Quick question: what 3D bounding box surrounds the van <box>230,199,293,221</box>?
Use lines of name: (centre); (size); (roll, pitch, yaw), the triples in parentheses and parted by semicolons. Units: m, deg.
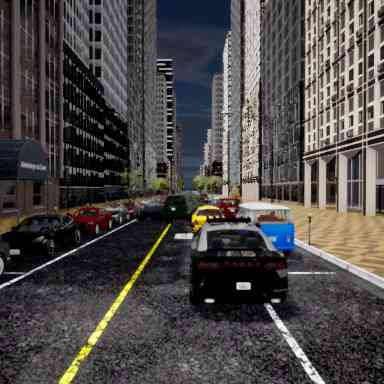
van: (2.669, 1.338, 12.887); (1.690, 1.788, 3.998); (-1, 0, 0)

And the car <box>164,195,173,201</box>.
car: (-5.765, 1.504, 80.914); (1.752, 1.417, 4.829); (-1, 0, 0)

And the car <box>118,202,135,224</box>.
car: (-5.720, 1.545, 24.247); (2.008, 1.369, 4.403); (-1, 0, 0)

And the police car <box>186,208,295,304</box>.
police car: (0.891, 1.423, 8.341); (1.930, 1.638, 5.238); (0, 0, 0)

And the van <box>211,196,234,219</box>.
van: (2.655, 1.334, 29.938); (1.690, 1.788, 3.998); (-1, 0, 0)

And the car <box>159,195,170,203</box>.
car: (-5.757, 1.422, 69.716); (1.967, 1.590, 4.097); (-1, 0, 0)

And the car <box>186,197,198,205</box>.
car: (-0.050, 1.549, 59.242); (1.994, 1.385, 4.181); (0, 0, 0)

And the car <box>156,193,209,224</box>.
car: (-0.164, 1.215, 24.615); (2.150, 2.045, 5.566); (-1, 0, 24)

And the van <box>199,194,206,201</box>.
van: (2.608, 1.318, 86.774); (1.690, 1.788, 3.998); (-1, 0, 0)

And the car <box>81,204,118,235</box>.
car: (-5.714, 1.540, 18.563); (1.887, 1.381, 4.507); (-1, 0, 0)

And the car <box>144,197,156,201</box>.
car: (-5.733, 1.541, 41.298); (2.008, 1.369, 4.403); (-1, 0, 0)

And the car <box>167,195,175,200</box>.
car: (-5.775, 1.540, 92.451); (1.947, 1.339, 4.313); (-1, 0, 0)

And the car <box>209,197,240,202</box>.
car: (2.659, 1.309, 24.254); (2.192, 1.841, 5.009); (-1, 0, 0)

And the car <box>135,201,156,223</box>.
car: (-3.020, 1.595, 25.685); (1.895, 1.301, 4.718); (0, 0, 0)

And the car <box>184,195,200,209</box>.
car: (-0.018, 1.341, 46.142); (2.097, 1.767, 4.553); (0, 0, 0)

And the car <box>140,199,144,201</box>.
car: (-5.724, 1.575, 29.931); (1.802, 1.307, 4.206); (-1, 0, 0)

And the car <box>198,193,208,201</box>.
car: (2.613, 1.294, 81.091); (2.192, 1.841, 5.009); (-1, 0, 0)

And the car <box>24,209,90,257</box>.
car: (-5.710, 1.563, 12.880); (1.947, 1.339, 4.313); (-1, 0, 0)

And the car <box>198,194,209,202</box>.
car: (2.617, 1.296, 75.407); (2.192, 1.841, 5.009); (-1, 0, 0)

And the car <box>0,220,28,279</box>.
car: (-5.705, 1.549, 7.196); (2.008, 1.369, 4.403); (-1, 0, 0)

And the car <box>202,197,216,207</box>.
car: (2.638, 1.538, 52.672); (2.008, 1.369, 4.403); (-1, 0, 0)

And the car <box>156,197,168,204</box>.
car: (-5.752, 1.566, 64.032); (1.802, 1.307, 4.206); (-1, 0, 0)

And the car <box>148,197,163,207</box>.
car: (-5.742, 1.538, 52.665); (2.008, 1.369, 4.403); (-1, 0, 0)

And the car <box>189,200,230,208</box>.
car: (0.884, 1.451, 18.421); (1.801, 1.575, 5.366); (0, 0, 0)
